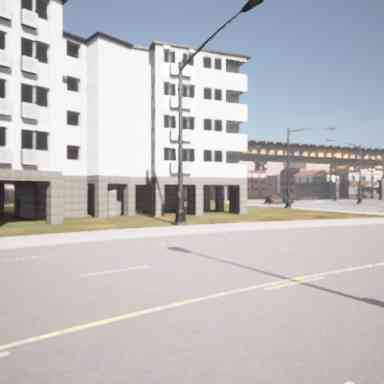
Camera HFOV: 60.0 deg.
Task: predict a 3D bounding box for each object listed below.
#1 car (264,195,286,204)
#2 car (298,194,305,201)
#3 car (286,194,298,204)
[{"bbox_3d":[14.968,1.340,61.258,2.097,1.767,4.553,0,0,-6],"label":"car"},{"bbox_3d":[24.687,1.336,80.525,2.097,1.767,4.553,0,0,44],"label":"car"},{"bbox_3d":[18.283,1.479,64.538,2.128,1.511,4.902,0,0,-1],"label":"car"}]
